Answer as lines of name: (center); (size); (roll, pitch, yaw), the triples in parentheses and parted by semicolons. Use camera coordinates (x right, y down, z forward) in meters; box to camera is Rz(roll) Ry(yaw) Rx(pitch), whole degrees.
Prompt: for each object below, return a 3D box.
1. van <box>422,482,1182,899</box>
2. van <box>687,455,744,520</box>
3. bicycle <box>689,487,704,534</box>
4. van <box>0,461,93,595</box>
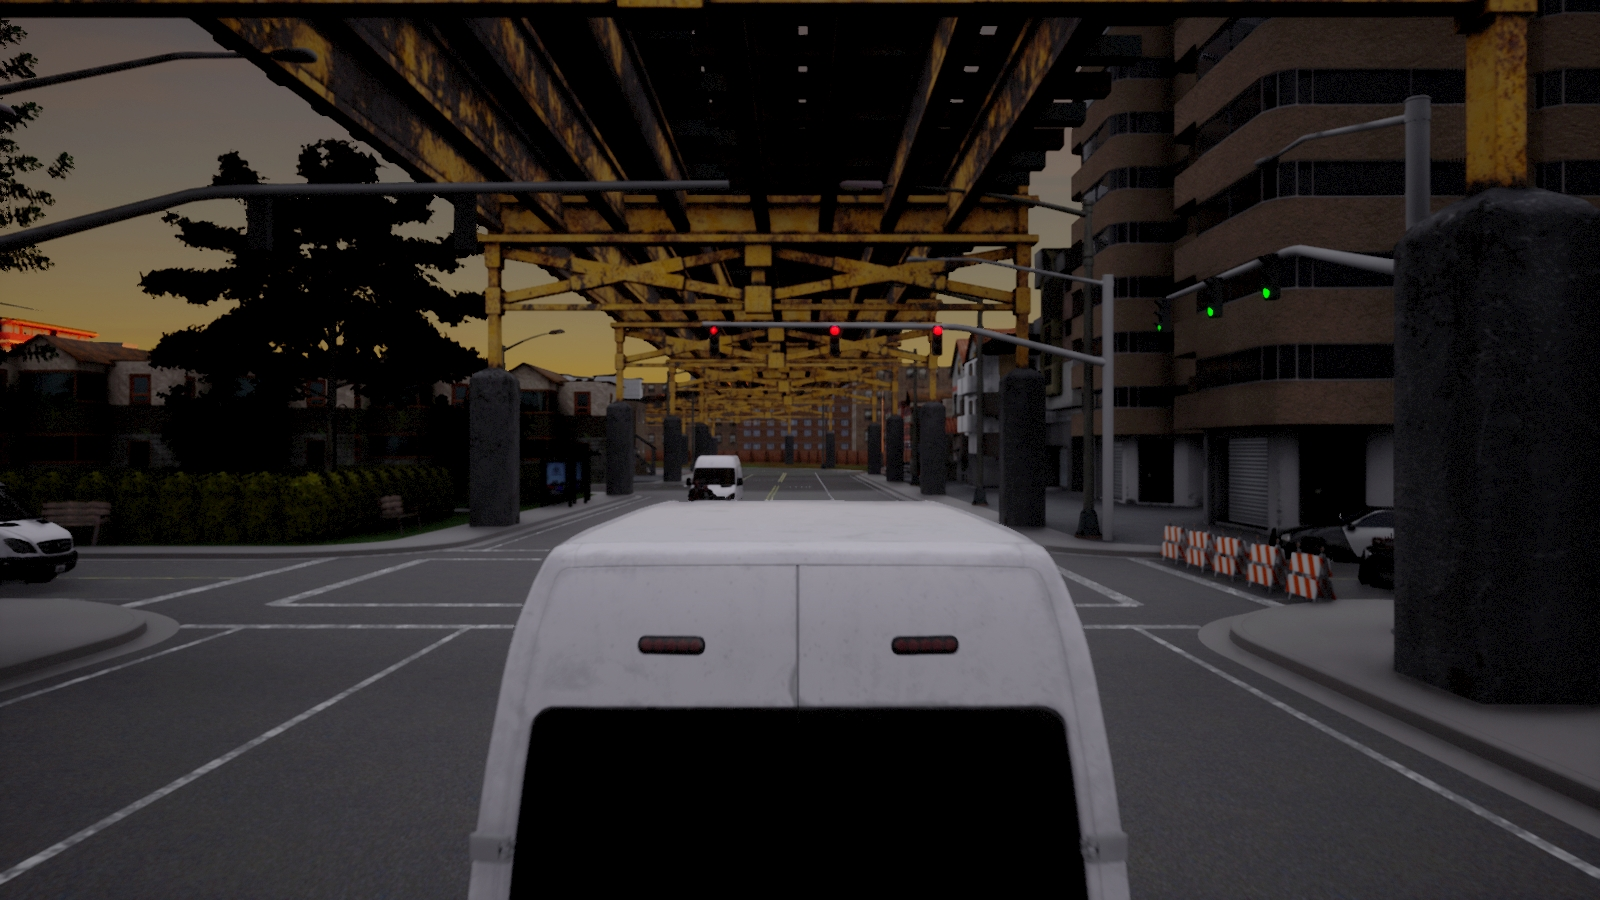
van: (0.010, 1.531, 5.947); (1.988, 2.561, 5.915); (0, 0, 0)
van: (-3.490, 1.512, 48.286); (1.988, 2.561, 5.915); (0, 0, 0)
bicycle: (-3.490, 2.030, 38.492); (0.329, 1.496, 1.835); (0, 0, 1)
van: (-17.903, 1.530, 23.139); (5.915, 2.561, 1.988); (0, 0, 0)
